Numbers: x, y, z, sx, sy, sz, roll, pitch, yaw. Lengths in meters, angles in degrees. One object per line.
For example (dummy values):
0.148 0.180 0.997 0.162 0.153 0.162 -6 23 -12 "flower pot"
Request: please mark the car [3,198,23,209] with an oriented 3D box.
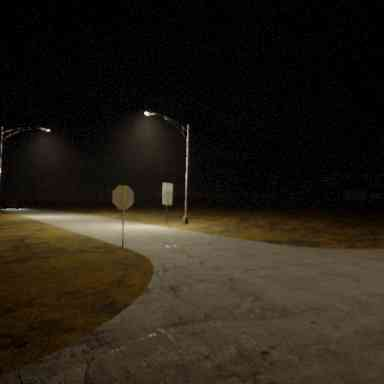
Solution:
-24.684 1.563 45.762 1.994 1.385 4.181 3 -2 -36 "car"
